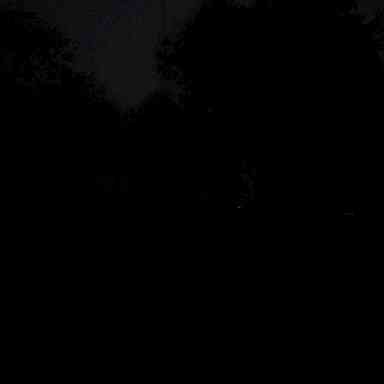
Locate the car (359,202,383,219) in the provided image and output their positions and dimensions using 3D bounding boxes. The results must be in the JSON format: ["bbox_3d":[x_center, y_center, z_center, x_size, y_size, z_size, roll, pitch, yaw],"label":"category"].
[{"bbox_3d":[14.731,1.383,24.466,1.882,1.535,5.008,2,2,-23],"label":"car"}]

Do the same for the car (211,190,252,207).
[{"bbox_3d":[4.078,0.629,34.581,1.882,1.535,5.008,2,1,-35],"label":"car"}]
